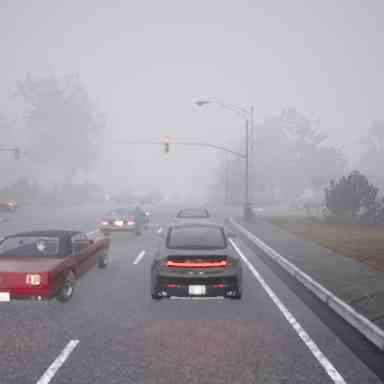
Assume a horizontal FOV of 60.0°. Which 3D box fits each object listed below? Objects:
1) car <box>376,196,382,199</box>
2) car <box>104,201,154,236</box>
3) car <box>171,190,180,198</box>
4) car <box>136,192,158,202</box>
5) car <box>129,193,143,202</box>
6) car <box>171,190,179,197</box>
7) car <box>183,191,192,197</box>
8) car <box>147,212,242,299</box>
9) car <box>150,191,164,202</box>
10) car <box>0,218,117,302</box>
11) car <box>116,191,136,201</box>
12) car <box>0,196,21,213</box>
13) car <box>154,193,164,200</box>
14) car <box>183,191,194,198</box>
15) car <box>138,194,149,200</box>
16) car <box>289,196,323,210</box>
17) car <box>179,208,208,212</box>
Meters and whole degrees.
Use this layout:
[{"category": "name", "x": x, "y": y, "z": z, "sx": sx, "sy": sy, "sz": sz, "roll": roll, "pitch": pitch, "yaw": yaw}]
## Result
[{"category": "car", "x": 23.759, "y": 0.969, "z": 38.970, "sx": 5.566, "sy": 2.045, "sz": 2.150, "roll": 0, "pitch": 0, "yaw": -3}, {"category": "car", "x": -3.442, "y": 1.454, "z": 17.753, "sx": 2.033, "sy": 1.411, "sz": 5.357, "roll": 0, "pitch": 0, "yaw": -1}, {"category": "car", "x": -4.125, "y": 0.819, "z": 84.727, "sx": 2.128, "sy": 1.511, "sz": 4.902, "roll": 0, "pitch": 1, "yaw": -4}, {"category": "car", "x": -7.180, "y": 1.186, "z": 53.307, "sx": 2.033, "sy": 1.411, "sz": 5.357, "roll": 0, "pitch": 0, "yaw": 0}, {"category": "car", "x": -10.661, "y": 1.029, "z": 63.713, "sx": 1.882, "sy": 1.535, "sz": 5.008, "roll": 0, "pitch": 1, "yaw": 0}, {"category": "car", "x": -4.882, "y": 0.346, "z": 94.775, "sx": 2.097, "sy": 1.767, "sz": 4.553, "roll": 0, "pitch": 1, "yaw": -7}, {"category": "car", "x": -1.402, "y": 0.527, "z": 95.141, "sx": 2.033, "sy": 1.411, "sz": 5.357, "roll": 0, "pitch": 1, "yaw": -7}, {"category": "car", "x": 0.090, "y": 1.479, "z": 8.343, "sx": 1.837, "sy": 1.490, "sz": 4.892, "roll": 0, "pitch": 0, "yaw": 0}, {"category": "car", "x": -7.151, "y": 0.775, "z": 63.482, "sx": 2.150, "sy": 2.045, "sz": 5.566, "roll": 0, "pitch": 1, "yaw": -1}, {"category": "car", "x": -3.411, "y": 1.576, "z": 8.164, "sx": 1.895, "sy": 1.301, "sz": 4.718, "roll": 0, "pitch": 0, "yaw": 0}, {"category": "car", "x": -10.679, "y": 0.856, "z": 53.827, "sx": 2.150, "sy": 2.045, "sz": 5.566, "roll": 0, "pitch": 0, "yaw": 0}, {"category": "car", "x": -19.428, "y": 1.145, "z": 32.751, "sx": 4.553, "sy": 1.767, "sz": 2.097, "roll": 0, "pitch": 0, "yaw": -3}, {"category": "car", "x": -7.220, "y": 0.924, "z": 73.672, "sx": 1.882, "sy": 1.535, "sz": 5.008, "roll": 0, "pitch": 1, "yaw": -1}, {"category": "car", "x": -0.651, "y": 0.839, "z": 85.263, "sx": 1.994, "sy": 1.385, "sz": 4.181, "roll": 0, "pitch": 1, "yaw": -4}, {"category": "car", "x": -10.725, "y": 1.039, "z": 73.799, "sx": 1.895, "sy": 1.301, "sz": 4.718, "roll": 0, "pitch": 1, "yaw": -1}, {"category": "car", "x": 13.675, "y": 1.243, "z": 38.384, "sx": 4.902, "sy": 1.511, "sz": 2.128, "roll": 0, "pitch": 0, "yaw": -3}, {"category": "car", "x": 0.084, "y": 1.508, "z": 17.656, "sx": 1.895, "sy": 1.301, "sz": 4.718, "roll": 0, "pitch": 0, "yaw": 0}]
